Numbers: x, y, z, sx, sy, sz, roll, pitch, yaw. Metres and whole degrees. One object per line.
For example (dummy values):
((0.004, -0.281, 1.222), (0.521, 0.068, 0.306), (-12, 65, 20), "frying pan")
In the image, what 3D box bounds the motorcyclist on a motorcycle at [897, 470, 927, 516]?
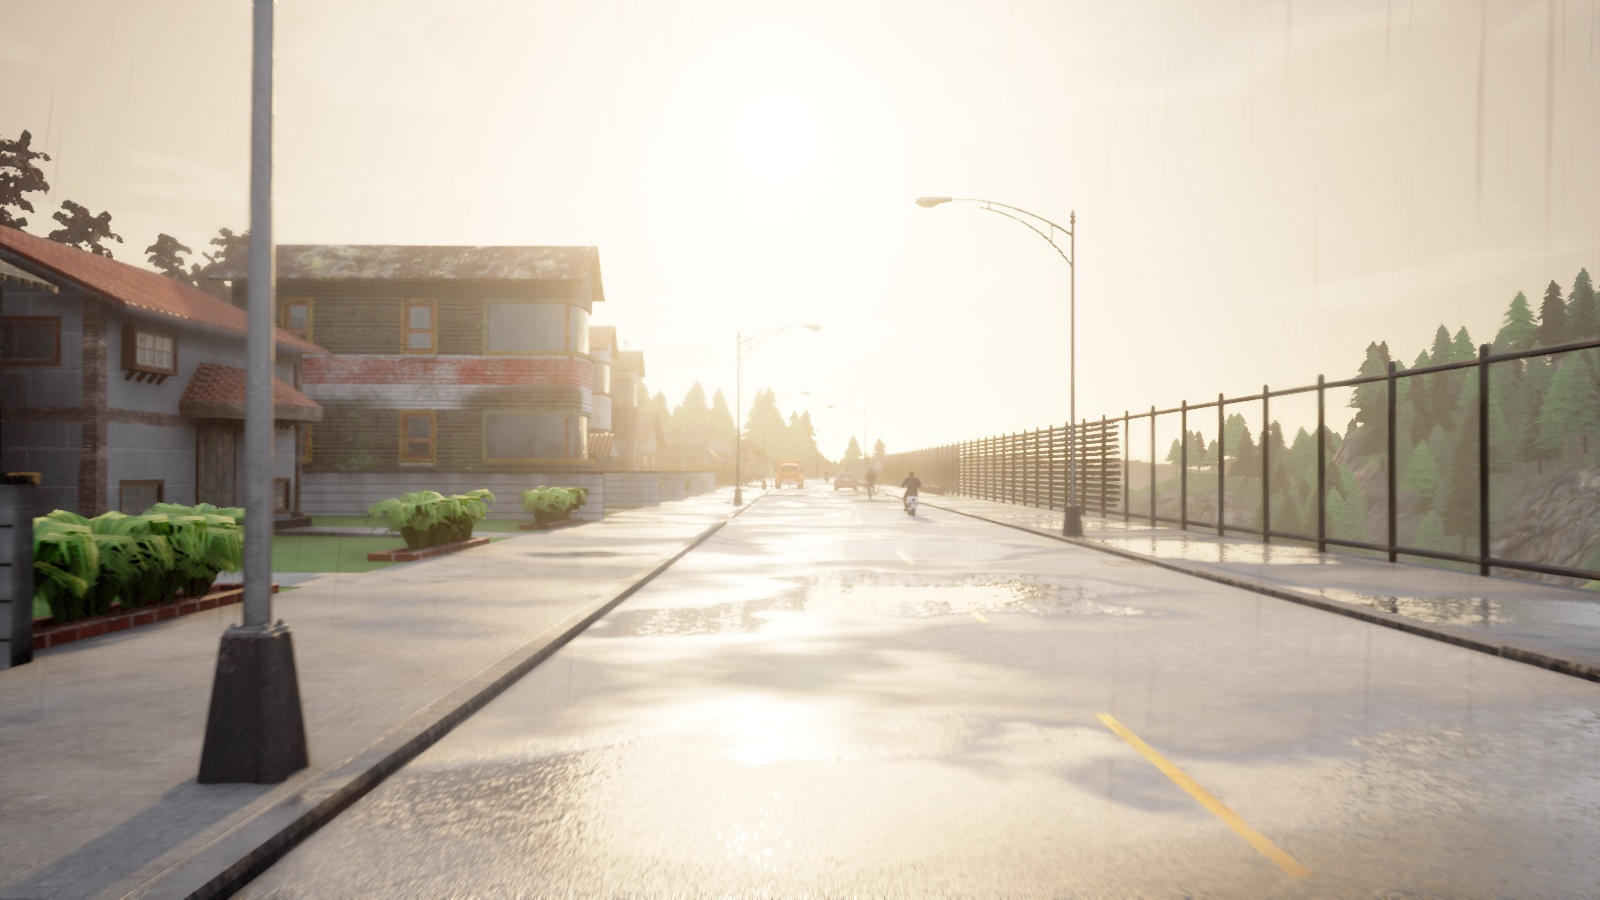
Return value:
((3.893, 1.487, 43.902), (0.866, 1.590, 1.817), (0, -1, 0), "motorcyclist on a motorcycle")
